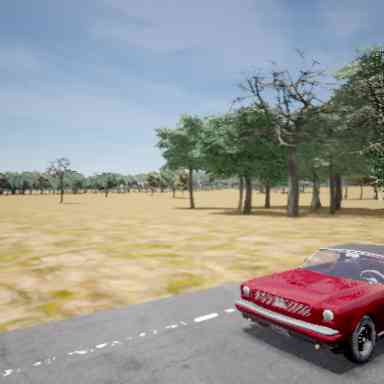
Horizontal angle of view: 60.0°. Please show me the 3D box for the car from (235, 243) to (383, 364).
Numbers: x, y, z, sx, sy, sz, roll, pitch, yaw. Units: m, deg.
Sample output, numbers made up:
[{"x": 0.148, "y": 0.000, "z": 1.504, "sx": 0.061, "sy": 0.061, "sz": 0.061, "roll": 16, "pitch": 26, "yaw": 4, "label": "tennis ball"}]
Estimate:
[{"x": 3.033, "y": 1.704, "z": 6.127, "sx": 4.718, "sy": 1.301, "sz": 1.895, "roll": 1, "pitch": -1, "yaw": -37, "label": "car"}]
